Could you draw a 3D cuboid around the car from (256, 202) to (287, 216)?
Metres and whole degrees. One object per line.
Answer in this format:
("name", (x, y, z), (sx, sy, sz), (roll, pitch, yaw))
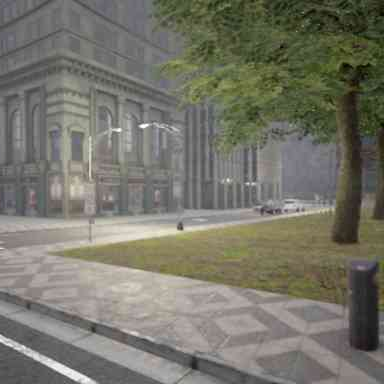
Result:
("car", (11.038, 2.461, 46.130), (1.837, 1.490, 4.892), (0, -1, 36))

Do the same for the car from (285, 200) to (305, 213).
("car", (16.804, 2.297, 54.721), (2.150, 2.045, 5.566), (0, -1, 34))

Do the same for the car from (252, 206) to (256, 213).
("car", (11.060, 2.381, 51.580), (2.097, 1.767, 4.553), (0, -1, 34))
